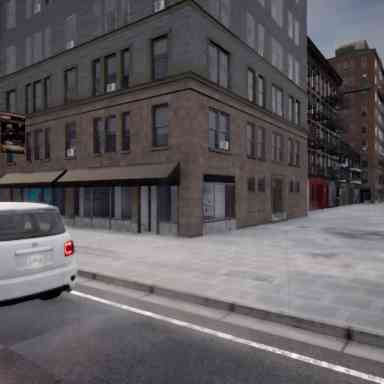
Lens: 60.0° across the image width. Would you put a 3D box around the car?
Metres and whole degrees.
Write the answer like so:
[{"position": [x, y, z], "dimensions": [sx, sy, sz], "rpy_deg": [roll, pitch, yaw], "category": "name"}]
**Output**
[{"position": [-4.814, 1.221, 7.117], "dimensions": [5.566, 2.045, 2.150], "rpy_deg": [0, 0, 35], "category": "car"}]
